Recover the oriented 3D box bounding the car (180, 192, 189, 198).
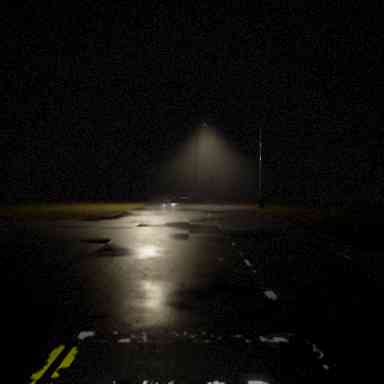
[{"bbox_3d":[-2.104,0.782,91.950,2.033,1.411,5.357,0,1,7],"label":"car"}]

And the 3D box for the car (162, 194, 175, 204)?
[{"bbox_3d":[-3.769,1.093,53.876,1.837,1.490,4.892,0,1,0],"label":"car"}]
